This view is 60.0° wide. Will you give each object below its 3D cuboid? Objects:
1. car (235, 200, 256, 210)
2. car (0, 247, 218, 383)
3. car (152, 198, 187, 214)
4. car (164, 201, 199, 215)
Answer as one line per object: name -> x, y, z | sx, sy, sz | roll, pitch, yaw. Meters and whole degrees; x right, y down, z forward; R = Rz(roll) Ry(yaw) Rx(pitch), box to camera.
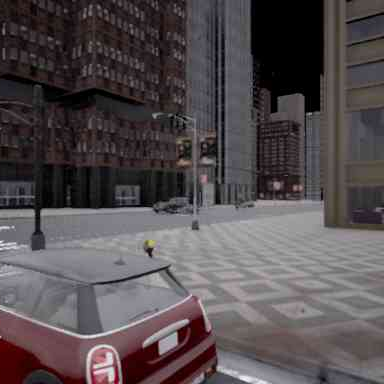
car -> 8.682, 2.057, 53.719 | 1.837, 1.490, 4.892 | 0, -1, 35
car -> -1.802, 1.442, 4.247 | 4.097, 1.590, 1.967 | 0, 0, 35
car -> -2.717, 1.748, 43.347 | 2.150, 2.045, 5.566 | 0, -1, 35
car -> -0.938, 2.070, 40.230 | 1.994, 1.385, 4.181 | 0, -1, 35
